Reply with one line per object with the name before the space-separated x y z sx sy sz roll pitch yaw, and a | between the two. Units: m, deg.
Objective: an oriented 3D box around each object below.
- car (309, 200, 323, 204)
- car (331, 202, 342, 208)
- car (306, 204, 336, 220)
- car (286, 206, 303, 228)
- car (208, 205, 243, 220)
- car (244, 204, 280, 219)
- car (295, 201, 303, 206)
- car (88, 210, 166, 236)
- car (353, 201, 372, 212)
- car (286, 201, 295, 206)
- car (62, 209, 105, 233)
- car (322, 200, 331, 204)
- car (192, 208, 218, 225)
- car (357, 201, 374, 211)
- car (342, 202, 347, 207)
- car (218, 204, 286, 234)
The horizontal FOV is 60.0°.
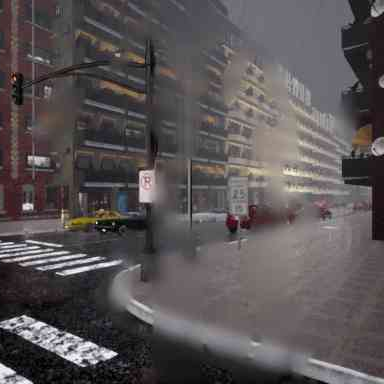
car | 23.187 2.771 63.834 1.887 1.381 4.507 -1 -2 35
car | 32.931 3.067 77.753 1.887 1.381 4.507 -1 -2 35
car | 13.820 2.284 35.897 1.802 1.307 4.206 -1 -2 35
car | 7.324 2.043 26.619 1.887 1.381 4.507 -1 -2 35
car | 3.699 2.164 35.995 1.887 1.381 4.507 -1 -2 35
car | 7.954 2.171 37.513 2.128 1.511 4.902 0 -1 35
car | 16.689 2.340 54.560 2.192 1.841 5.009 -1 -2 35
car | -3.765 1.911 20.794 1.895 1.301 4.718 0 -1 35
car | 30.057 2.522 59.101 2.192 1.841 5.009 -1 -2 35
car | 13.344 2.446 49.775 1.752 1.417 4.829 -1 -2 35
car | -6.143 1.834 21.937 1.752 1.417 4.829 -1 -2 35
car | 26.433 2.640 68.479 2.192 1.841 5.009 -1 -2 35
car | 1.981 2.093 29.001 1.895 1.301 4.718 0 -1 35
car | 33.306 2.621 63.742 2.192 1.841 5.009 -1 -2 35
car | 39.428 3.282 87.033 1.947 1.339 4.313 -1 -2 35
car | 4.074 1.711 21.986 2.192 1.841 5.009 -1 -2 35
